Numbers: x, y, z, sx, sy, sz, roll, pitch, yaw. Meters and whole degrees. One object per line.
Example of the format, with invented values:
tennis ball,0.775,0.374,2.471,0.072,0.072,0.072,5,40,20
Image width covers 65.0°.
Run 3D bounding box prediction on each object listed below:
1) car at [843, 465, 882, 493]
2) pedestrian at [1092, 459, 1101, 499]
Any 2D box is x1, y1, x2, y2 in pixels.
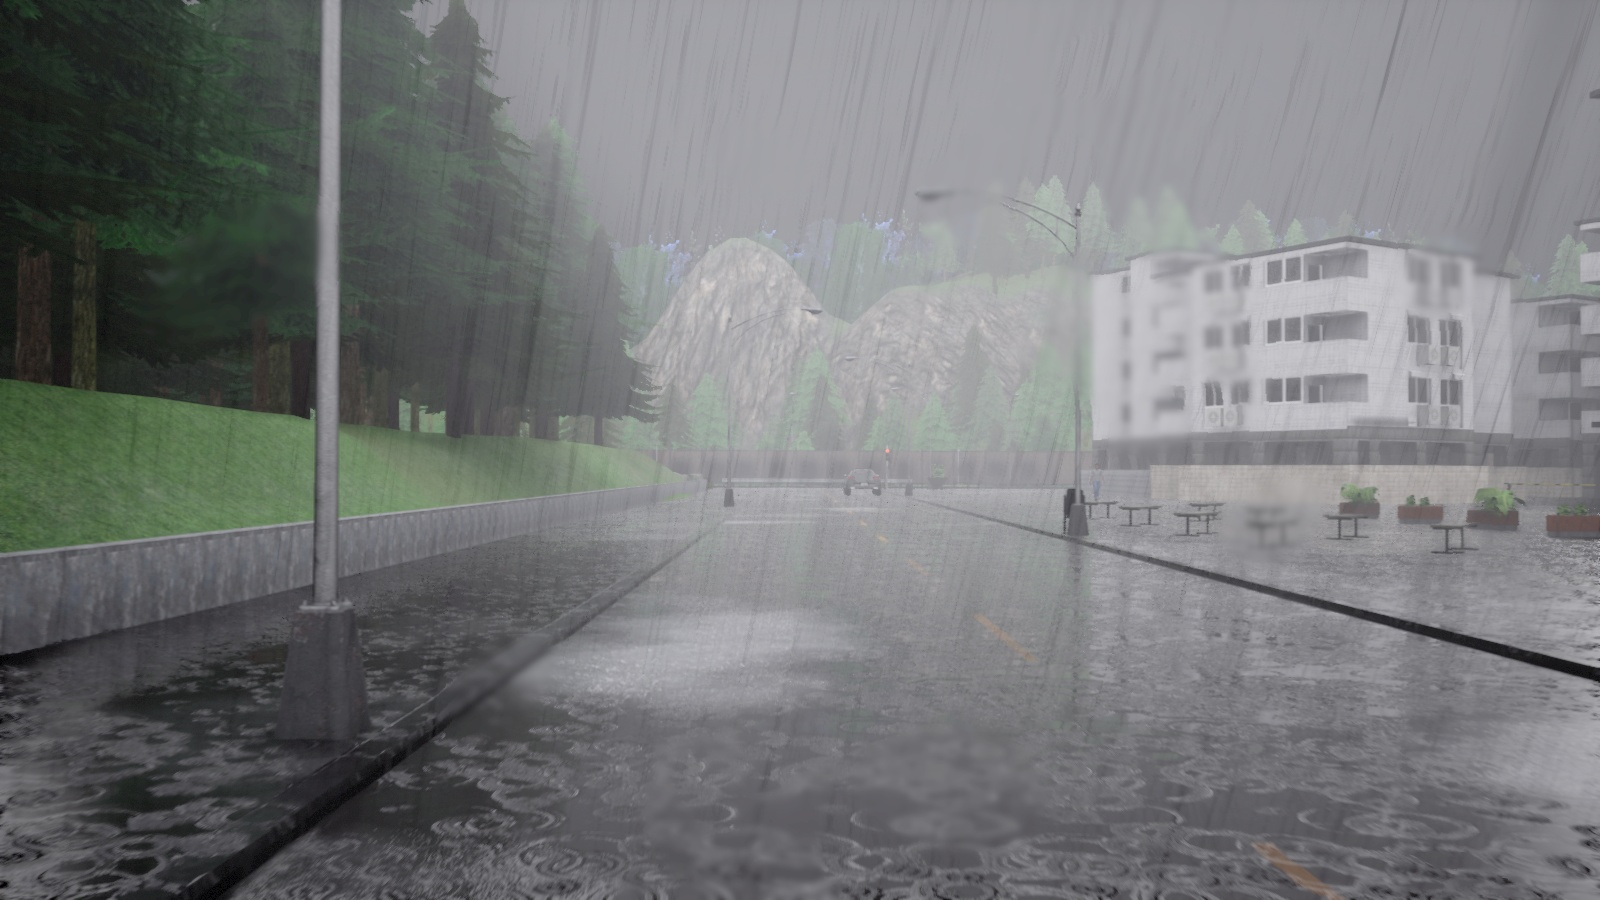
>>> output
car,3.803,1.747,77.126,2.152,1.651,5.027,0,-1,0
pedestrian,13.937,1.363,59.025,0.354,1.836,0.706,0,-1,9
